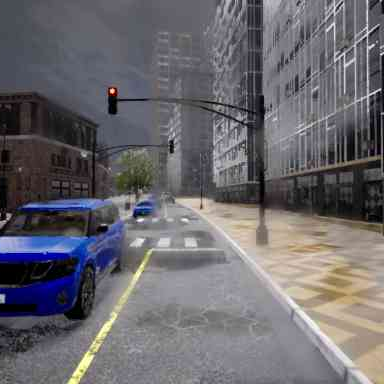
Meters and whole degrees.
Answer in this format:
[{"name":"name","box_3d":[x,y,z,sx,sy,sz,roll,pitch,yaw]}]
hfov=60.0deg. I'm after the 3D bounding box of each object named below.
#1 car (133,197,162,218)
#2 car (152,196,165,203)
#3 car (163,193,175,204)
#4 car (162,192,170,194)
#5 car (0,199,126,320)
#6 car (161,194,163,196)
[{"name":"car","box_3d":[-4.039,1.476,29.885,1.882,1.535,5.008,0,0,-1]},{"name":"car","box_3d":[-4.973,1.558,44.217,1.994,1.385,4.181,0,0,-5]},{"name":"car","box_3d":[-4.320,1.498,64.314,1.837,1.490,4.892,0,0,-8]},{"name":"car","box_3d":[-5.793,1.045,74.652,2.150,2.045,5.566,0,0,-9]},{"name":"car","box_3d":[-2.951,1.222,7.666,2.150,2.045,5.566,0,0,-1]},{"name":"car","box_3d":[-6.672,1.467,60.301,1.882,1.535,5.008,0,0,-7]}]
